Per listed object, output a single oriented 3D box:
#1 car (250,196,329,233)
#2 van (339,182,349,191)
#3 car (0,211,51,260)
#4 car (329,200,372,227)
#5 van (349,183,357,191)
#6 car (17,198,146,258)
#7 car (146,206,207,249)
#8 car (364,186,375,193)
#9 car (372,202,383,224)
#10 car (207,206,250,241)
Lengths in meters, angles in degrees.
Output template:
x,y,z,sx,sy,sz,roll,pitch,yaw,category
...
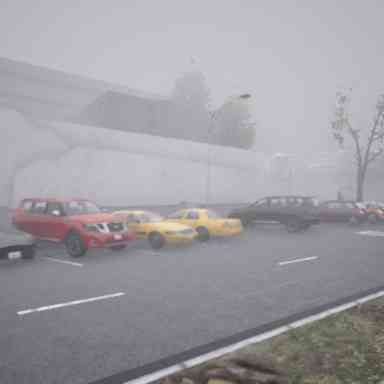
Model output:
x,y,z,sx,sy,sz,roll,pitch,yaw,category
4.892,1.264,20.058,5.566,2.045,2.435,-1,-1,35,car
38.880,-1.365,84.047,1.878,1.987,4.442,7,3,35,van
-7.270,1.520,11.324,4.792,1.488,2.163,-1,-1,34,car
9.832,1.415,23.510,4.553,1.767,2.185,-1,-1,35,car
40.608,-1.092,81.575,1.878,1.987,4.442,7,3,35,van
-4.827,1.241,13.071,5.566,2.045,2.435,-1,-1,34,car
-2.253,1.488,14.718,5.366,1.575,1.946,-1,-1,35,car
42.366,-0.593,79.212,2.231,1.521,4.892,7,3,35,car
12.227,1.433,25.294,4.553,1.767,2.185,-1,-1,34,car
-0.121,1.498,16.664,5.366,1.575,1.946,-1,-1,35,car
